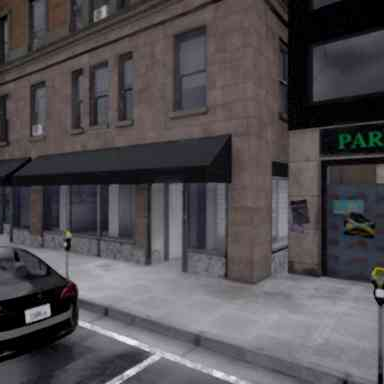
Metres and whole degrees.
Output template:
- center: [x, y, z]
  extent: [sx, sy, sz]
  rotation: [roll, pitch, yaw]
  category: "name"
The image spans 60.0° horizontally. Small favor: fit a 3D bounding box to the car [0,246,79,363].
- center: [-3.628, 1.565, 5.401]
  extent: [4.313, 1.339, 1.947]
  rotation: [0, 0, 36]
  category: "car"
